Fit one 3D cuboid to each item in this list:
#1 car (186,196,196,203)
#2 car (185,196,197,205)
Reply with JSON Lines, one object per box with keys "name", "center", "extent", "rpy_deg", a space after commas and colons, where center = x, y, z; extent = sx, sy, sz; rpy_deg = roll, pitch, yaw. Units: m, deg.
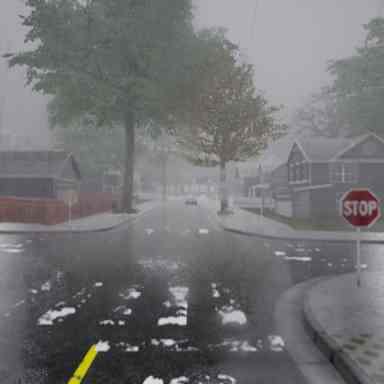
{"name": "car", "center": [-0.173, 1.465, 66.538], "extent": [1.812, 1.442, 4.674], "rpy_deg": [0, 0, 0]}
{"name": "car", "center": [-0.147, 1.514, 56.533], "extent": [1.994, 1.385, 4.181], "rpy_deg": [0, 0, 0]}
